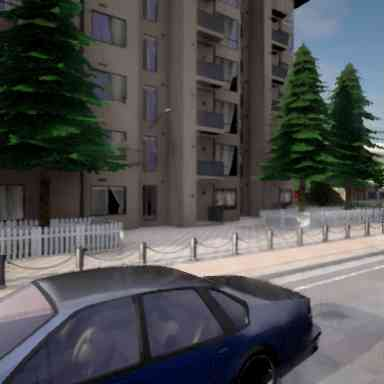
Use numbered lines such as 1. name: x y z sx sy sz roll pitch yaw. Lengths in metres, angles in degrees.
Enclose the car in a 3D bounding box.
1. car: -0.942 1.551 3.307 5.357 1.411 2.033 0 0 -35
